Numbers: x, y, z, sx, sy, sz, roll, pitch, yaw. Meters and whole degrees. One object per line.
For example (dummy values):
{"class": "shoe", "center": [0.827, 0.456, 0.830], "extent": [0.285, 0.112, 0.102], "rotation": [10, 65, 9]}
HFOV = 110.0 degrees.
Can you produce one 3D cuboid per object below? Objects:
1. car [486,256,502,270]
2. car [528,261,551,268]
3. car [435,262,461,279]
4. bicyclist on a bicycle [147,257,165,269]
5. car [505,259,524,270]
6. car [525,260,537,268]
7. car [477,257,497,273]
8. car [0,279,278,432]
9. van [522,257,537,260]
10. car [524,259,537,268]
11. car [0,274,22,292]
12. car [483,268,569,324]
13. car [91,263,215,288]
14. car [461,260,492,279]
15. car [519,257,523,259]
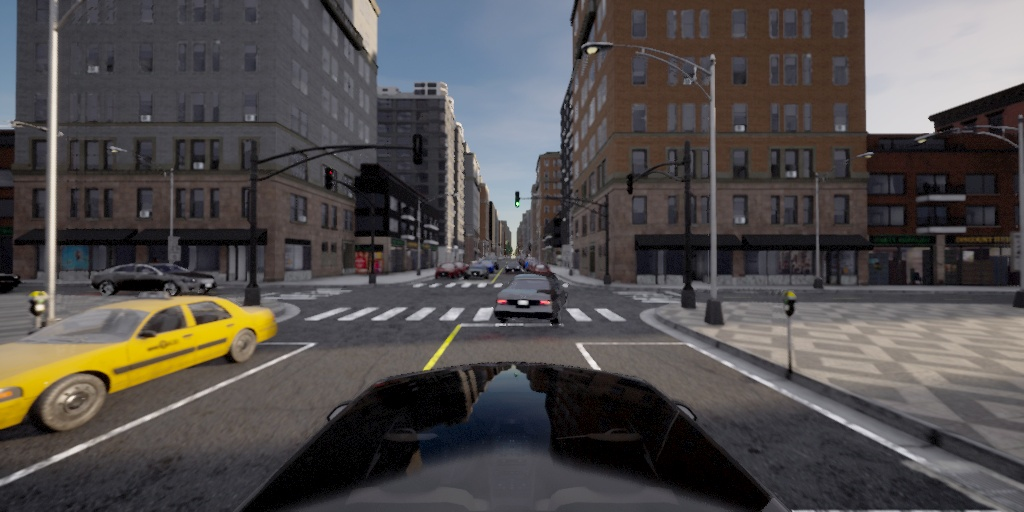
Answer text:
{"class": "car", "center": [-3.040, 1.006, 52.844], "extent": [2.150, 2.045, 5.566], "rotation": [0, 0, 0]}
{"class": "car", "center": [2.666, 1.351, 32.783], "extent": [1.802, 1.307, 4.207], "rotation": [0, 0, 0]}
{"class": "car", "center": [-5.860, 1.314, 32.791], "extent": [1.888, 1.381, 4.507], "rotation": [0, 0, 0]}
{"class": "bicyclist on a bicycle", "center": [-23.015, 0.915, 23.231], "extent": [0.582, 1.620, 1.656], "rotation": [0, 0, 0]}
{"class": "car", "center": [0.096, 1.378, 43.843], "extent": [1.895, 1.301, 4.718], "rotation": [0, 0, 0]}
{"class": "car", "center": [2.665, 1.355, 38.456], "extent": [1.802, 1.307, 4.207], "rotation": [0, 0, 0]}
{"class": "car", "center": [-3.093, 1.254, 42.147], "extent": [1.882, 1.535, 5.008], "rotation": [0, 0, 0]}
{"class": "car", "center": [-5.858, 1.278, 5.602], "extent": [1.751, 1.417, 4.829], "rotation": [0, 0, 0]}
{"class": "van", "center": [2.665, 1.122, 49.803], "extent": [1.690, 1.789, 3.998], "rotation": [0, 0, 0]}
{"class": "car", "center": [2.665, 1.359, 44.130], "extent": [1.802, 1.307, 4.207], "rotation": [0, 0, 0]}
{"class": "car", "center": [-26.659, 1.116, 17.012], "extent": [4.718, 1.301, 1.895], "rotation": [1, -1, 0]}
{"class": "car", "center": [0.814, 1.302, 12.114], "extent": [2.033, 1.411, 5.357], "rotation": [0, 0, 12]}
{"class": "car", "center": [-16.762, 1.096, 16.953], "extent": [4.902, 1.511, 2.128], "rotation": [1, -1, 1]}
{"class": "car", "center": [-3.110, 1.333, 32.114], "extent": [1.994, 1.385, 4.181], "rotation": [0, 0, -1]}
{"class": "car", "center": [2.664, 1.101, 55.476], "extent": [2.192, 1.841, 5.009], "rotation": [0, 0, 0]}
